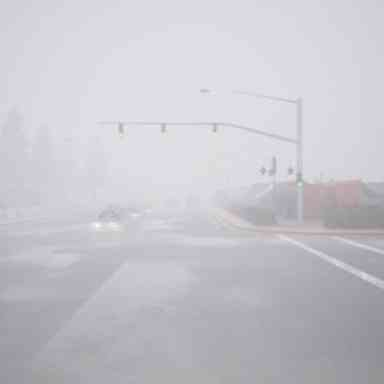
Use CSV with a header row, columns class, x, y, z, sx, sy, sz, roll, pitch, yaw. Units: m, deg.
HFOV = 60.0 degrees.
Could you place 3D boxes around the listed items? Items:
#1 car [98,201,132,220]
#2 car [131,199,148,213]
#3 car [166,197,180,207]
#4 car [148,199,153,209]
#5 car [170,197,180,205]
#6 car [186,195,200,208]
class,x,y,z,sx,sy,sz,roll,pitch,yaw
car,-7.091,1.806,30.380,1.895,1.301,4.718,0,0,0
car,-7.083,1.816,40.774,2.033,1.411,5.357,0,0,0
car,-3.402,1.721,58.765,2.097,1.767,4.553,0,0,0
car,-7.062,1.807,50.883,1.882,1.535,5.008,0,0,0
car,-3.500,1.912,69.461,1.882,1.535,5.008,0,0,0
car,0.099,1.574,56.861,2.150,2.045,5.566,0,0,0
